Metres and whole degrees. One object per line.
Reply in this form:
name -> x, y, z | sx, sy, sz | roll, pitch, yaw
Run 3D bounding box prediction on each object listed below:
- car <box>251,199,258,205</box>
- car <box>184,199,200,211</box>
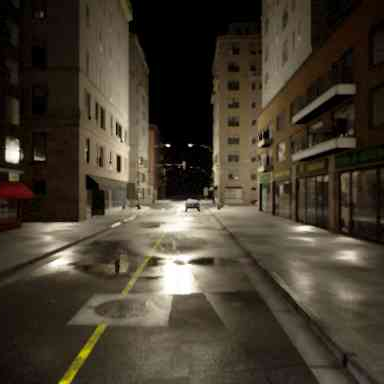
car -> 12.140, 1.437, 56.091 | 4.507, 1.381, 1.887 | -1, 0, 0
car -> 0.027, 1.550, 40.182 | 2.033, 1.411, 5.357 | 0, 0, -1
